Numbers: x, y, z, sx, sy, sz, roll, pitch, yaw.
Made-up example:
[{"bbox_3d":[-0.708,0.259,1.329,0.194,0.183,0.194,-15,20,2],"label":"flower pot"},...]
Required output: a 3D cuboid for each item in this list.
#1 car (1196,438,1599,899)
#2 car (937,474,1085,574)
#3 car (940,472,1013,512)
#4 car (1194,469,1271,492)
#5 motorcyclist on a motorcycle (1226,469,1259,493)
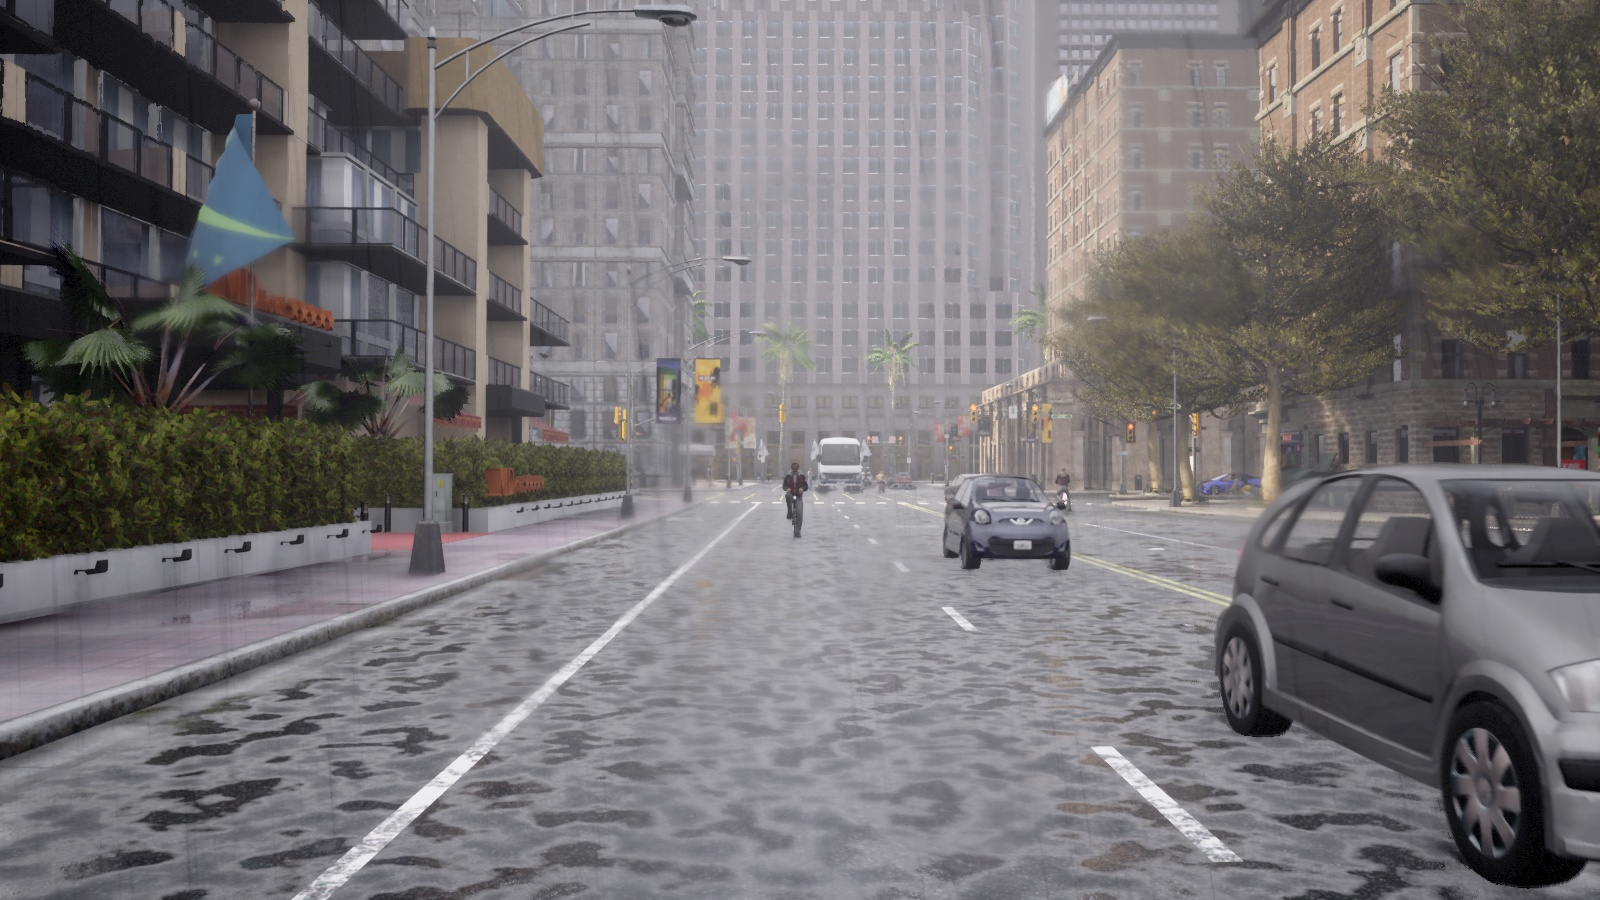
[{"bbox_3d":[3.475,0.800,6.040,1.851,1.617,3.988,0,-1,0],"label":"car"},{"bbox_3d":[3.421,1.166,20.990,1.845,1.501,3.633,0,-1,0],"label":"car"},{"bbox_3d":[6.819,1.608,48.996,2.163,1.488,4.792,0,-1,0],"label":"car"},{"bbox_3d":[29.324,2.072,85.222,4.514,1.525,2.007,0,-1,1],"label":"car"},{"bbox_3d":[28.779,2.021,81.705,1.817,1.590,0.866,0,-1,1],"label":"motorcyclist on a motorcycle"}]
